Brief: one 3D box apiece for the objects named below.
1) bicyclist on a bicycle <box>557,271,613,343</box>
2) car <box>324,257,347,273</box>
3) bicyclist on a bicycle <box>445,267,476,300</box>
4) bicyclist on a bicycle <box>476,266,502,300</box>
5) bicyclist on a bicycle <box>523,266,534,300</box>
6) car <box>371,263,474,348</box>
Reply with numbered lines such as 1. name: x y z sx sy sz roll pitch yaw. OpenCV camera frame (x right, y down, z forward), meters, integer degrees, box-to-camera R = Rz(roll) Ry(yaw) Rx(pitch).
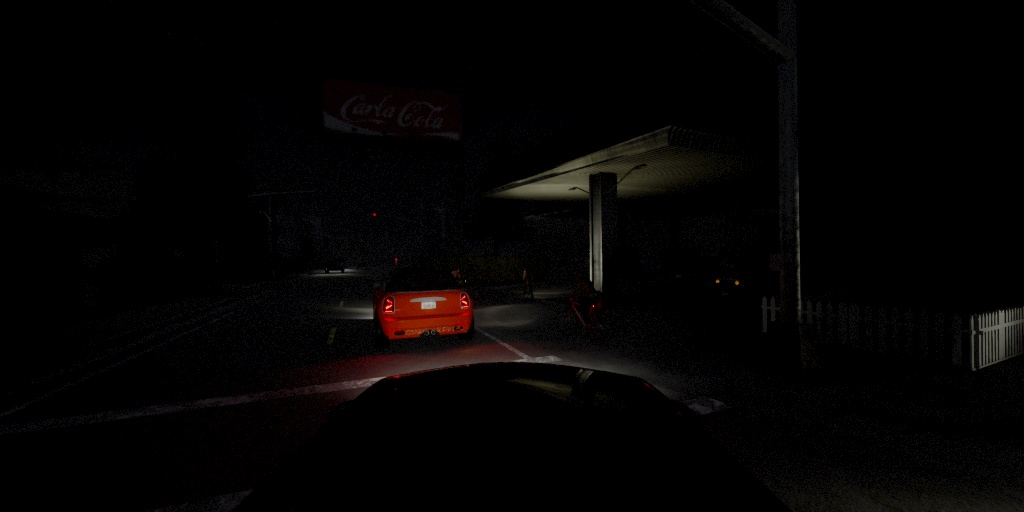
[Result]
1. bicyclist on a bicycle: 1.719 1.199 8.651 0.582 1.620 1.656 3 -2 -42
2. car: -23.614 1.211 47.848 2.150 2.045 5.566 -1 0 -25
3. bicyclist on a bicycle: -2.595 1.318 16.371 1.656 1.620 0.582 1 0 37
4. bicyclist on a bicycle: -1.285 1.344 17.750 1.656 1.620 0.582 0 0 -21
5. bicyclist on a bicycle: 0.824 1.332 17.861 0.582 1.620 1.656 -1 0 16
6. car: -2.527 1.057 9.444 2.097 1.767 4.553 -1 0 -22
